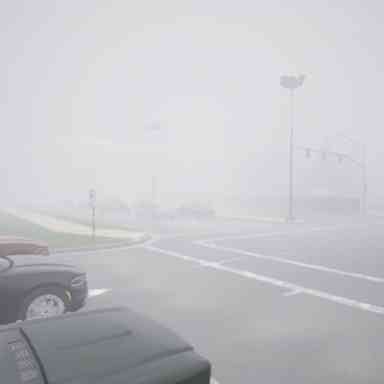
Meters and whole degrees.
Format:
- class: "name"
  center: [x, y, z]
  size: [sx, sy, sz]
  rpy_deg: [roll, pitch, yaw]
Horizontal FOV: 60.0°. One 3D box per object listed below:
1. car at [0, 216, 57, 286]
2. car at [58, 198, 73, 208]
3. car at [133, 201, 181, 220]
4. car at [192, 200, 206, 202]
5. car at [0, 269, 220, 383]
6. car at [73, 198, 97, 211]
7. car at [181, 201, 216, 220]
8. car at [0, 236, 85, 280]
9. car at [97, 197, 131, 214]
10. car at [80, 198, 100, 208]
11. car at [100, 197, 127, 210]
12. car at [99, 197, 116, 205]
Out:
- class: "car"
  center: [-6.119, 1.472, 8.008]
  size: [5.008, 1.535, 1.882]
  rpy_deg: [1, 0, -36]
- class: "car"
  center: [-20.092, 1.666, 53.523]
  size: [1.882, 1.535, 5.008]
  rpy_deg: [1, -1, -35]
- class: "car"
  center: [-3.340, 1.793, 30.453]
  size: [1.895, 1.301, 4.718]
  rpy_deg: [1, -1, -36]
- class: "car"
  center: [0.554, 1.833, 44.942]
  size: [2.128, 1.511, 4.902]
  rpy_deg: [1, -1, -36]
- class: "car"
  center: [-2.080, 1.595, 2.274]
  size: [4.718, 1.301, 1.895]
  rpy_deg: [1, -1, -35]
- class: "car"
  center: [-14.009, 1.666, 45.073]
  size: [1.882, 1.535, 5.008]
  rpy_deg: [1, -1, -36]
- class: "car"
  center: [0.202, 1.838, 31.538]
  size: [1.895, 1.301, 4.718]
  rpy_deg: [1, -1, -36]
- class: "car"
  center: [-4.162, 1.470, 5.089]
  size: [5.008, 1.535, 1.882]
  rpy_deg: [1, 0, -35]
- class: "car"
  center: [-8.670, 1.542, 37.748]
  size: [2.097, 1.767, 4.553]
  rpy_deg: [1, -1, -36]
- class: "car"
  center: [-17.007, 1.738, 55.225]
  size: [1.837, 1.490, 4.892]
  rpy_deg: [1, -1, -35]
- class: "car"
  center: [-11.139, 1.586, 47.068]
  size: [2.097, 1.767, 4.553]
  rpy_deg: [1, -1, -36]
- class: "car"
  center: [-17.844, 1.815, 70.177]
  size: [1.882, 1.535, 5.008]
  rpy_deg: [1, -1, -36]
